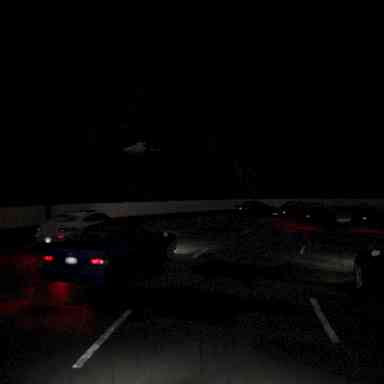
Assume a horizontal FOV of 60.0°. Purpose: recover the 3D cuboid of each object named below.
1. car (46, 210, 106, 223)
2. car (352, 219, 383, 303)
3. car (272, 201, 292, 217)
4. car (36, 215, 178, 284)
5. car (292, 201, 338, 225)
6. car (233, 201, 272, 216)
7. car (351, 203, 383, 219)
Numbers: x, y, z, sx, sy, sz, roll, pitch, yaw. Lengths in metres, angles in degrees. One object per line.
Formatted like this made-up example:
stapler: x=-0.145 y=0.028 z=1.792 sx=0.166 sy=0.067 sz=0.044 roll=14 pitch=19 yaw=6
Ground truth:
car: x=-4.440 y=1.487 z=14.049 sx=1.812 sy=1.442 sz=4.674 roll=0 pitch=0 yaw=17
car: x=4.363 y=1.502 z=5.618 sx=1.882 sy=1.535 sz=5.008 roll=0 pitch=0 yaw=9
car: x=9.542 y=1.568 z=30.445 sx=1.812 sy=1.442 sz=4.674 roll=0 pitch=0 yaw=42
car: x=-1.982 y=1.528 z=9.595 sx=2.033 sy=1.411 sz=5.357 roll=0 pitch=0 yaw=14
car: x=9.486 y=1.523 z=24.983 sx=1.882 sy=1.535 sz=5.008 roll=0 pitch=0 yaw=37
car: x=6.126 y=1.567 z=32.304 sx=2.033 sy=1.411 sz=5.357 roll=0 pitch=0 yaw=42
car: x=12.760 y=1.546 z=23.576 sx=1.882 sy=1.535 sz=5.008 roll=0 pitch=0 yaw=38
